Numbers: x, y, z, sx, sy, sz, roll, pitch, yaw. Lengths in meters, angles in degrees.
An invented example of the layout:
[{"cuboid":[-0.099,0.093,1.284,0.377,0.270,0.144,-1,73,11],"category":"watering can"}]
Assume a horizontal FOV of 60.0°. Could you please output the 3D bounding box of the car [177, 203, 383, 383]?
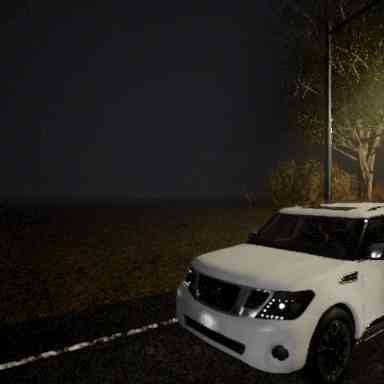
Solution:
[{"cuboid":[2.426,1.234,5.695,5.566,2.045,2.150,0,0,-36],"category":"car"}]
